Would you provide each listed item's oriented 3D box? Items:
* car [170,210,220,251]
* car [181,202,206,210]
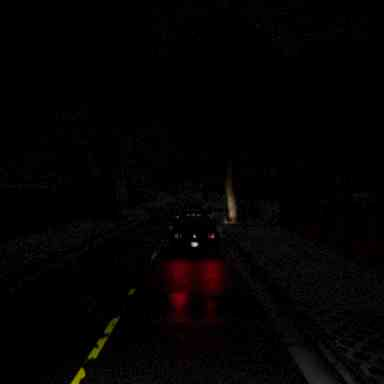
[{"bbox_3d":[0.103,1.659,14.506,1.895,1.301,4.718,0,0,0],"label":"car"},{"bbox_3d":[0.113,1.585,28.368,1.837,1.490,4.892,0,0,0],"label":"car"}]
